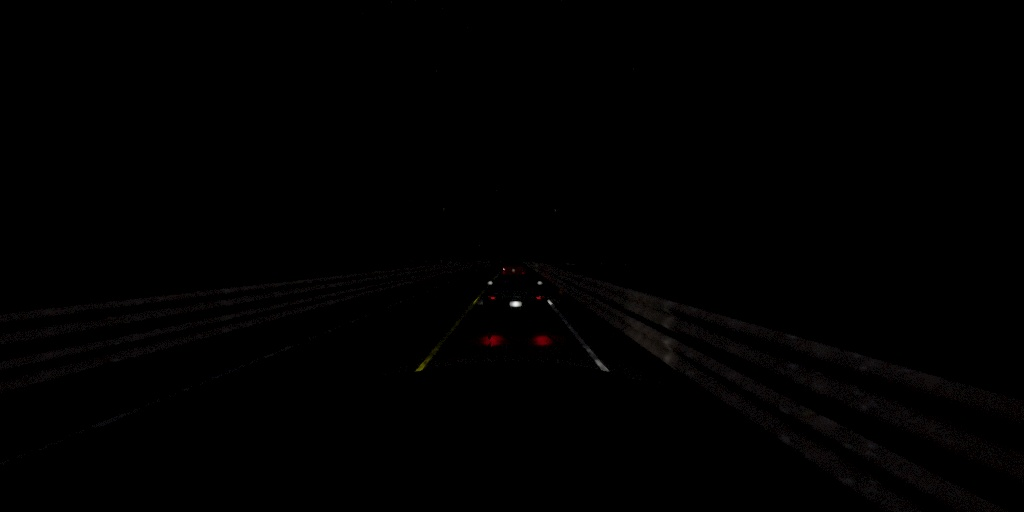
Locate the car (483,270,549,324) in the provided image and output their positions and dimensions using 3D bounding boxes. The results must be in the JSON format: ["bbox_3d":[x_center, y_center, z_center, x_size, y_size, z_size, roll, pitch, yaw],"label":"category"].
[{"bbox_3d":[0.108,1.322,12.047,1.994,1.385,4.181,0,0,0],"label":"car"}]

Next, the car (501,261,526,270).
[{"bbox_3d":[0.130,1.178,31.128,2.097,1.767,4.553,0,0,0],"label":"car"}]
